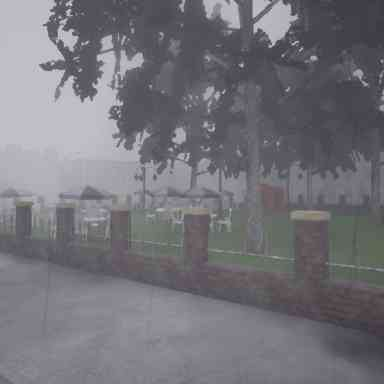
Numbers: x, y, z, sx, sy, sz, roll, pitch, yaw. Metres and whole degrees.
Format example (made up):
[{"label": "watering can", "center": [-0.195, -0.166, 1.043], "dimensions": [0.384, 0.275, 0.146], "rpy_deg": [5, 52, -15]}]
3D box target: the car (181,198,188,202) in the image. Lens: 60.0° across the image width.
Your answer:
[{"label": "car", "center": [-1.466, 1.571, 59.274], "dimensions": [4.181, 1.385, 1.994], "rpy_deg": [0, 0, 3]}]
